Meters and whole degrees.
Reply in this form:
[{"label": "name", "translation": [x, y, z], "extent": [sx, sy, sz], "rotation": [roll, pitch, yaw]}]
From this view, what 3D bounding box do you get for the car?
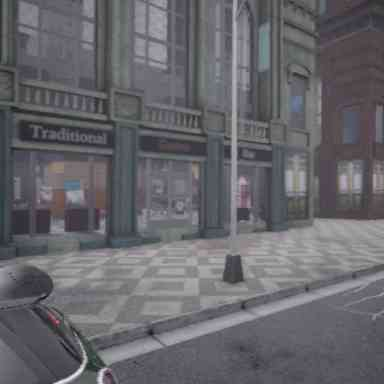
[{"label": "car", "translation": [-2.620, 1.352, 1.511], "extent": [4.553, 1.767, 2.097], "rotation": [0, 0, -35]}]
